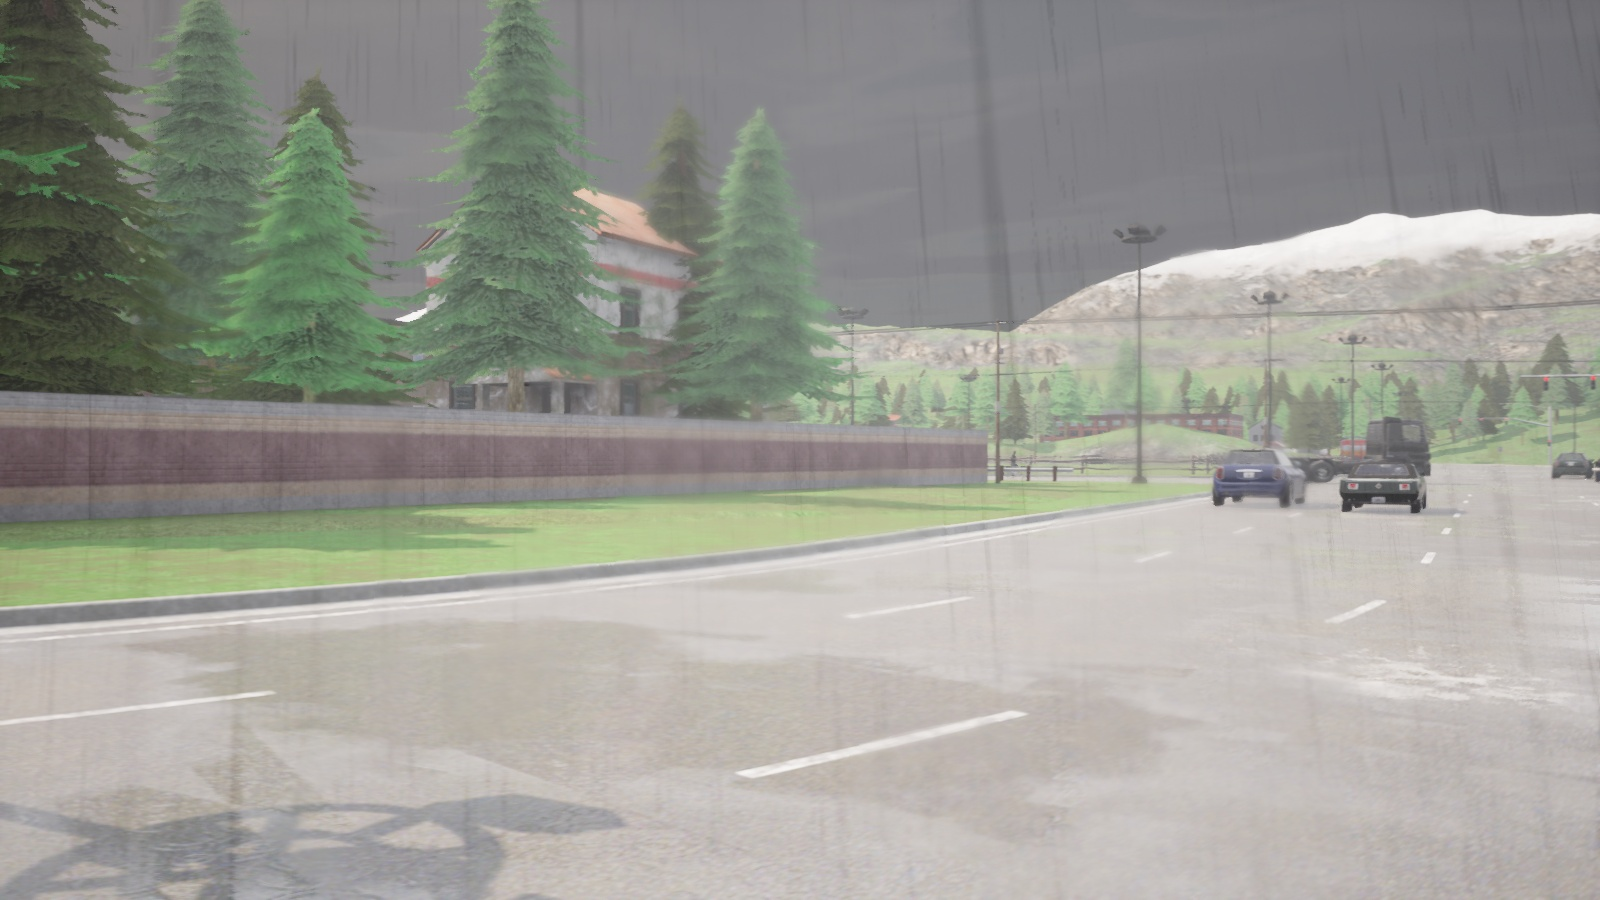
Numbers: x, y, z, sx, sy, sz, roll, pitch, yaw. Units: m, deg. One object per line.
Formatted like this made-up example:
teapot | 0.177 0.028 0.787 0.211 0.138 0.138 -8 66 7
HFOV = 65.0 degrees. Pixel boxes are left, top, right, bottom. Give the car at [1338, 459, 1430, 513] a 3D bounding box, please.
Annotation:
car | 15.720 0.912 33.667 1.895 1.301 4.718 0 0 29

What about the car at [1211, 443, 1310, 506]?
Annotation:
car | 13.735 0.687 37.297 2.097 1.767 4.553 0 0 29

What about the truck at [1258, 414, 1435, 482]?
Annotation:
truck | 28.273 -0.103 65.238 7.936 3.462 2.891 0 0 2

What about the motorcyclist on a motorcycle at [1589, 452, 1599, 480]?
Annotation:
motorcyclist on a motorcycle | 44.201 0.883 68.883 2.191 1.530 0.866 0 -1 -39

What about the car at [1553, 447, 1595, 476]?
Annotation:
car | 49.307 0.729 79.984 2.097 1.767 4.553 0 0 34
